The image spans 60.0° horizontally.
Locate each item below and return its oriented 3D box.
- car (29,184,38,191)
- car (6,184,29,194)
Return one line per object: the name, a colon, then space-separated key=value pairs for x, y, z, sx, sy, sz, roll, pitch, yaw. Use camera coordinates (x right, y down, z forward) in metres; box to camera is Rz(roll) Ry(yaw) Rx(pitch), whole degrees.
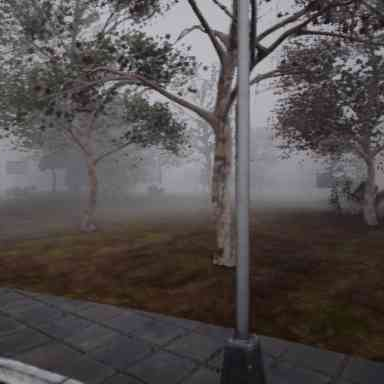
car: x=-33.567 y=-0.897 z=69.238 sx=1.994 sy=1.385 sz=4.181 roll=0 pitch=2 yaw=-13
car: x=-31.269 y=-0.347 z=59.083 sx=2.033 sy=1.411 sz=5.357 roll=0 pitch=2 yaw=-13
